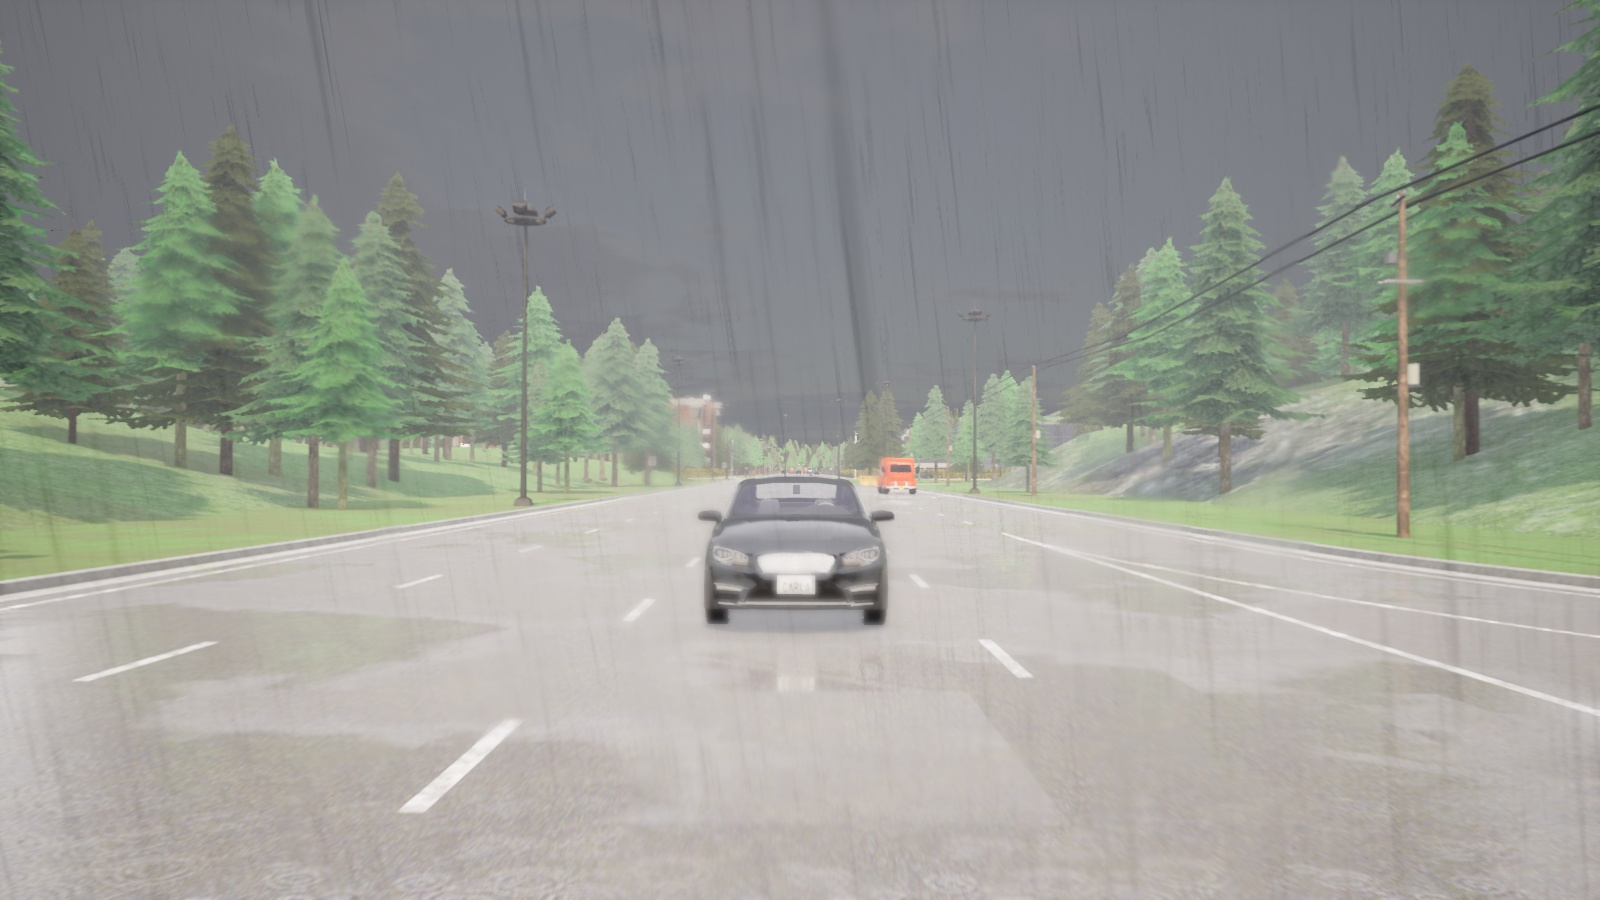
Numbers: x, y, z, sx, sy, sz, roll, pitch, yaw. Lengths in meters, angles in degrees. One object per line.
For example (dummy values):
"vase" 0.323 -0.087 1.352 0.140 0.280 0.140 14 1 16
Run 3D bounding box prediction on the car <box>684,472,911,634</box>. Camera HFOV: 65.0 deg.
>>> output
"car" -0.034 1.009 14.265 2.128 1.511 4.902 0 -1 0

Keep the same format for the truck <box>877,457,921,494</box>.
"truck" 6.793 1.750 86.712 2.627 2.467 5.204 0 -1 0
